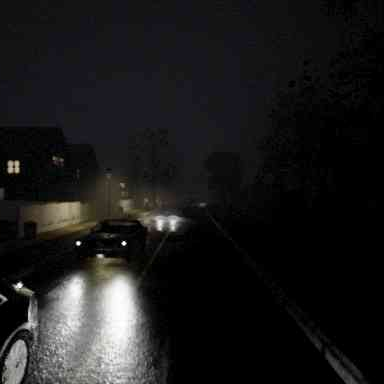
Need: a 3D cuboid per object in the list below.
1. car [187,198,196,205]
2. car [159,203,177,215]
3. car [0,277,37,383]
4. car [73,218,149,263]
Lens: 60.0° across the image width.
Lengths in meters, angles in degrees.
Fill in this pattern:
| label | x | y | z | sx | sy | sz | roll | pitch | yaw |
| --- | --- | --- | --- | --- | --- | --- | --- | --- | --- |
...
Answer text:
| label | x | y | z | sx | sy | sz | roll | pitch | yaw |
| --- | --- | --- | --- | --- | --- | --- | --- | --- | --- |
| car | -0.092 | 2.022 | 72.238 | 2.033 | 1.411 | 5.357 | 0 | -1 | 0 |
| car | -2.801 | 2.031 | 39.591 | 1.895 | 1.301 | 4.718 | 0 | -1 | 0 |
| car | -2.851 | 1.528 | 2.321 | 1.837 | 1.490 | 4.892 | 0 | -1 | 0 |
| car | -2.857 | 1.717 | 12.633 | 1.895 | 1.301 | 4.718 | 0 | -1 | 0 |
